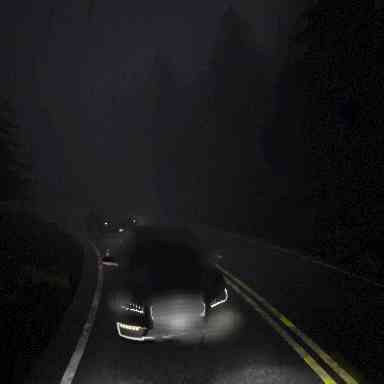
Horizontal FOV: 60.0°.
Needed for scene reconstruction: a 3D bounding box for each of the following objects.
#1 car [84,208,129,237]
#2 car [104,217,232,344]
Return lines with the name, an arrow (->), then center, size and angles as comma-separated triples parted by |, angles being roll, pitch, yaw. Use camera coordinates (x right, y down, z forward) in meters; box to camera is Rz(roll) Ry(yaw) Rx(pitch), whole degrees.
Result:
car -> -4.621, 1.610, 18.526 | 1.895, 1.301, 4.718 | -3, 1, -29
car -> -0.643, 1.494, 6.793 | 1.837, 1.490, 4.892 | -1, 0, -11
